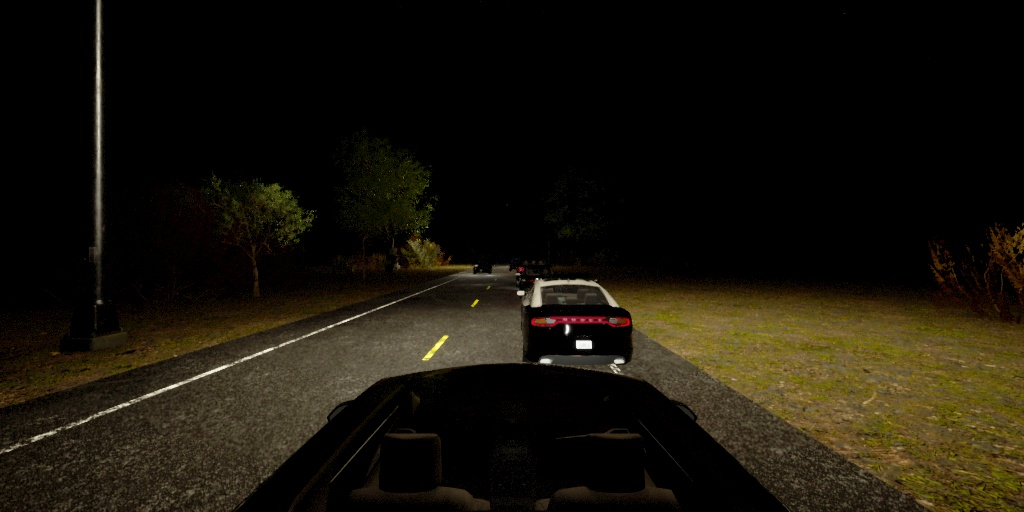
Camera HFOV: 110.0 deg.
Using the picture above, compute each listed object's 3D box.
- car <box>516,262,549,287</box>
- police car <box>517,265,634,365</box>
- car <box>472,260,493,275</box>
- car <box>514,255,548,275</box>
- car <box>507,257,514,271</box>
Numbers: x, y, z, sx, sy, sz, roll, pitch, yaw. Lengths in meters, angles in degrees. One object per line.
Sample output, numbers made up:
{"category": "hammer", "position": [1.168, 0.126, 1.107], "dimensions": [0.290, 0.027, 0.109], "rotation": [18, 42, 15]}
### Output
{"category": "car", "position": [1.278, 1.250, 18.052], "dimensions": [1.837, 1.490, 4.892], "rotation": [0, 0, 1]}
{"category": "police car", "position": [1.152, 1.174, 8.163], "dimensions": [1.930, 1.638, 5.238], "rotation": [0, 0, 1]}
{"category": "car", "position": [-3.114, 1.226, 38.715], "dimensions": [1.837, 1.490, 4.892], "rotation": [0, 0, 1]}
{"category": "car", "position": [1.354, 0.964, 24.081], "dimensions": [2.150, 2.045, 5.566], "rotation": [0, 0, 1]}
{"category": "car", "position": [0.631, 1.234, 46.583], "dimensions": [1.812, 1.442, 4.674], "rotation": [0, 0, 1]}
